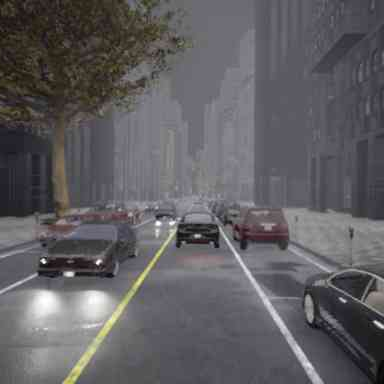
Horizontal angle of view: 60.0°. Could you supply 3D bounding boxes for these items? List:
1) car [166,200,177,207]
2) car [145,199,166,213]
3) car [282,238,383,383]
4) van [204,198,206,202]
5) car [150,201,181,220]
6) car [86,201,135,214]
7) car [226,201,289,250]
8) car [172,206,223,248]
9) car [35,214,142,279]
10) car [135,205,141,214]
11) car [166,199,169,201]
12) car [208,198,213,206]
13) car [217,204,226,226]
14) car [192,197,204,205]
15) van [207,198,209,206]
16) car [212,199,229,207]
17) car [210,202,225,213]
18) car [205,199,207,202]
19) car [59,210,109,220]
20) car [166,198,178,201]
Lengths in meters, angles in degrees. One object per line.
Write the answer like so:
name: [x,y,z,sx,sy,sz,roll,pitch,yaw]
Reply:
car: [-4.339,2.393,70.713,2.008,1.369,4.403,0,-1,1]
car: [-4.914,1.931,43.157,1.967,1.590,4.097,0,-1,1]
car: [2.802,1.632,4.406,2.008,1.369,4.403,0,-1,1]
van: [4.300,2.330,76.051,1.690,1.788,3.998,0,-1,1]
car: [-2.392,1.927,32.366,2.033,1.411,5.357,1,-1,2]
car: [-5.374,1.527,21.113,2.192,1.841,5.009,0,-1,1]
car: [3.034,1.534,15.430,2.192,1.841,5.009,0,-1,1]
car: [0.286,1.681,16.097,1.882,1.535,5.008,1,-1,1]
car: [-2.927,1.654,10.748,2.033,1.411,5.357,1,-1,1]
car: [-5.260,1.721,26.623,1.967,1.590,4.097,0,-1,1]
car: [-4.803,2.084,48.498,1.752,1.417,4.829,0,-1,1]
car: [3.610,1.882,42.985,2.192,1.841,5.009,0,-1,1]
car: [3.262,1.923,26.449,1.947,1.339,4.313,0,-1,1]
car: [1.566,2.378,77.370,1.994,1.385,4.181,1,-1,1]
van: [3.840,2.048,54.007,1.690,1.788,3.998,0,-1,1]
car: [3.380,1.742,31.963,2.192,1.841,5.009,0,-1,1]
car: [3.723,2.182,48.493,1.887,1.381,4.507,0,-1,1]
car: [4.068,2.414,65.026,1.947,1.339,4.313,0,-1,1]
car: [-5.491,1.724,15.598,1.802,1.307,4.206,0,-1,1]
car: [-4.453,2.086,65.205,2.192,1.841,5.009,0,-1,1]
